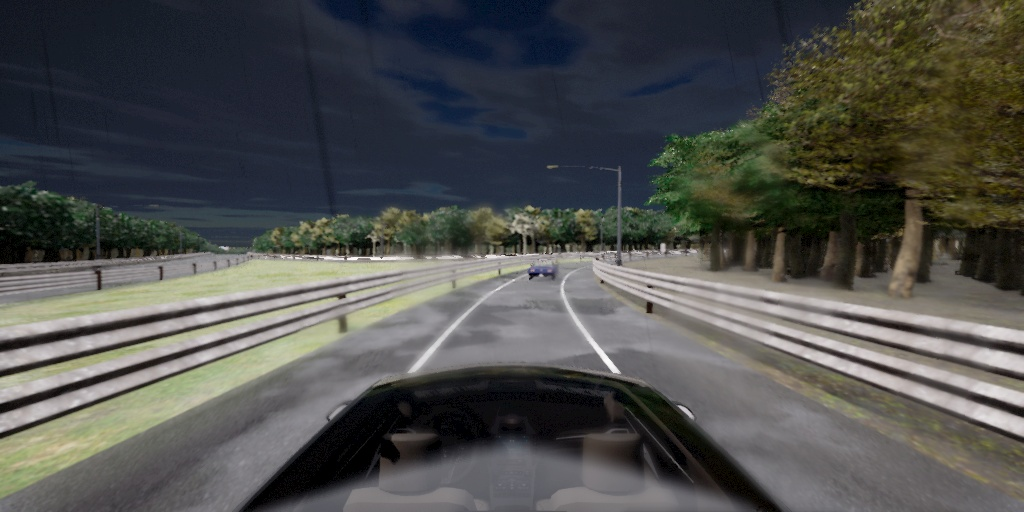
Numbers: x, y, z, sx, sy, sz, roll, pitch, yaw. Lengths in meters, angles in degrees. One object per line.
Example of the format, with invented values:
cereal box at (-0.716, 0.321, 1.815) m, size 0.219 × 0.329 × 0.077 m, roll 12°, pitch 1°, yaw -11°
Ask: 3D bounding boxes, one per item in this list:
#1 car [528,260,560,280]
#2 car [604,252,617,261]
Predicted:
car at (2.414, 0.970, 26.158) m, size 1.895 × 1.301 × 4.718 m, roll 0°, pitch 1°, yaw 12°
car at (17.431, 0.093, 61.956) m, size 1.837 × 1.490 × 4.892 m, roll 1°, pitch 1°, yaw 34°
